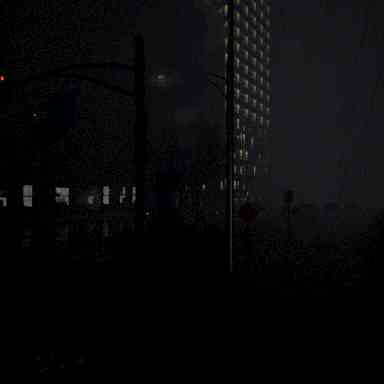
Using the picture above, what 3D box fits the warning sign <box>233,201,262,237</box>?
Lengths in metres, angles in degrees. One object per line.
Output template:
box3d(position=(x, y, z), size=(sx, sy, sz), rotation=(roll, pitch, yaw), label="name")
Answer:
box3d(position=(3.104, 1.454, 18.559), size=(1.300, 1.860, 1.060), rotation=(1, 1, 33), label="warning sign")

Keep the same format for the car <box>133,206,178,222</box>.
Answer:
box3d(position=(-3.436, 2.061, 31.901), size=(1.895, 1.301, 4.718), rotation=(0, -1, 33), label="car")

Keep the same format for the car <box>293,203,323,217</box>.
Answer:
box3d(position=(14.585, 2.295, 41.525), size=(1.837, 1.490, 4.892), rotation=(0, -1, 33), label="car")

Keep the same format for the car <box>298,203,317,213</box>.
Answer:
box3d(position=(19.106, 2.532, 54.750), size=(1.837, 1.490, 4.892), rotation=(0, -1, 33), label="car")

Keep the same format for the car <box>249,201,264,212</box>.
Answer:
box3d(position=(9.516, 2.237, 51.907), size=(2.097, 1.767, 4.553), rotation=(0, -1, 33), label="car")

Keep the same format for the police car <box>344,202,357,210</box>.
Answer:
box3d(position=(31.466, 2.737, 65.857), size=(1.930, 1.638, 5.238), rotation=(0, -1, 33), label="police car")

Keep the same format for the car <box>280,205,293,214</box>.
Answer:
box3d(position=(13.919, 2.458, 46.590), size=(1.895, 1.301, 4.718), rotation=(0, -1, 33), label="car")

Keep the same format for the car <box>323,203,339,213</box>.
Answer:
box3d(position=(22.503, 2.528, 53.853), size=(1.882, 1.535, 5.008), rotation=(0, -1, 33), label="car")
